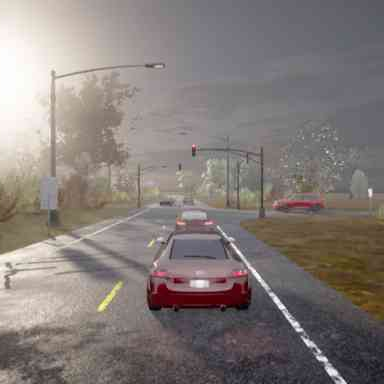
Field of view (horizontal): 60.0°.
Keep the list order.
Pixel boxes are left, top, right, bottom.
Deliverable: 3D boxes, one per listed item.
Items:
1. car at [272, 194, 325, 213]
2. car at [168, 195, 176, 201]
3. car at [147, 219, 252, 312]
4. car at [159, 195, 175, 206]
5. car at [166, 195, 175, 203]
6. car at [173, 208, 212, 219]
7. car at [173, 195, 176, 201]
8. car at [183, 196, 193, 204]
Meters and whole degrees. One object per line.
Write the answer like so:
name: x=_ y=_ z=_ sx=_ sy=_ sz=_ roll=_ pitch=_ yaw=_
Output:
car: x=11.765 y=1.221 z=36.811 sx=5.566 sy=2.045 sz=2.150 roll=0 pitch=0 yaw=-4
car: x=-4.969 y=1.462 z=83.162 sx=1.882 sy=1.535 sz=5.008 roll=0 pitch=0 yaw=-2
car: x=0.099 y=1.562 z=7.784 sx=1.994 sy=1.385 sz=4.181 roll=0 pitch=0 yaw=-1
car: x=-4.158 y=1.589 z=53.151 sx=1.895 sy=1.301 sz=4.718 roll=0 pitch=0 yaw=-1
car: x=-4.607 y=1.463 z=72.715 sx=1.882 sy=1.535 sz=5.008 roll=0 pitch=0 yaw=-2
car: x=0.061 y=1.521 z=16.544 sx=1.812 sy=1.442 sz=4.674 roll=0 pitch=0 yaw=-2
car: x=-4.366 y=1.550 z=62.340 sx=1.994 sy=1.385 sz=4.181 roll=0 pitch=0 yaw=-1
car: x=-0.718 y=1.479 z=62.881 sx=2.128 sy=1.511 sz=4.902 roll=0 pitch=0 yaw=-2
